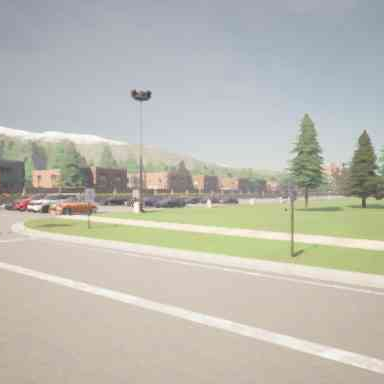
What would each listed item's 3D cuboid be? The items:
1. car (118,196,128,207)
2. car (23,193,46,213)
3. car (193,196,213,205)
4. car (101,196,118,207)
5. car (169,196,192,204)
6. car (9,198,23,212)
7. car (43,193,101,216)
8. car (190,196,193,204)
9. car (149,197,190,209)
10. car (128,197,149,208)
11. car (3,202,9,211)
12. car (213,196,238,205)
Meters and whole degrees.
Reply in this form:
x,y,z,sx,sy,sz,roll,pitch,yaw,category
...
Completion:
x,y,z,sx,sy,sz,roll,pitch,yaw,category
-8.176,1.434,49.888,2.128,1.511,4.902,0,0,35,car
-14.278,1.171,35.058,2.150,2.045,5.566,0,0,35,car
2.953,1.496,59.657,2.033,1.411,5.357,0,0,36,car
-11.863,1.415,50.712,1.882,1.535,5.008,0,0,35,car
-2.227,1.538,64.383,1.895,1.301,4.718,0,0,35,car
-16.886,1.165,37.439,2.150,2.045,5.566,0,0,35,car
-11.666,1.305,32.689,2.097,1.767,4.553,0,0,35,car
0.489,1.433,62.225,2.128,1.511,4.902,0,0,36,car
-2.969,1.501,45.142,2.033,1.411,5.357,0,0,35,car
-6.216,1.474,46.588,1.812,1.442,4.674,0,0,35,car
-19.755,1.428,39.484,2.128,1.511,4.902,0,0,36,car
6.359,1.445,58.446,2.128,1.511,4.902,0,0,35,car
